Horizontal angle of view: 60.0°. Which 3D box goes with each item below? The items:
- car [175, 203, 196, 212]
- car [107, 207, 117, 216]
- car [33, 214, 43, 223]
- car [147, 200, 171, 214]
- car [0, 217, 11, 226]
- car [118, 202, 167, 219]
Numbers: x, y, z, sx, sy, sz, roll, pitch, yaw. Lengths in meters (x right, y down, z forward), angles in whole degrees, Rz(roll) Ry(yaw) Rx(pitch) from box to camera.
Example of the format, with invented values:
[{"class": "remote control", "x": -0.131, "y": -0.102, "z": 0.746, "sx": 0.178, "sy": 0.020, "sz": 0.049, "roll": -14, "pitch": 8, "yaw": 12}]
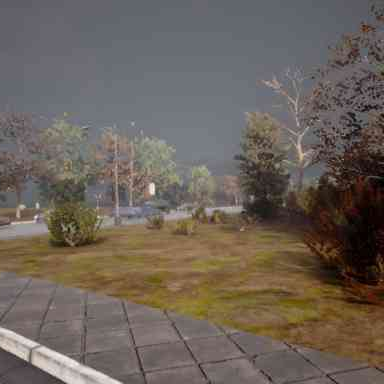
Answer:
[{"class": "car", "x": -1.018, "y": 2.683, "z": 58.332, "sx": 2.128, "sy": 1.511, "sz": 4.902, "roll": -3, "pitch": -2, "yaw": 32}, {"class": "car", "x": -9.572, "y": 2.627, "z": 44.896, "sx": 1.994, "sy": 1.385, "sz": 4.181, "roll": -3, "pitch": -2, "yaw": 31}, {"class": "car", "x": -14.887, "y": 2.513, "z": 36.500, "sx": 2.128, "sy": 1.511, "sz": 4.902, "roll": -3, "pitch": -2, "yaw": 33}, {"class": "car", "x": -5.161, "y": 2.147, "z": 45.356, "sx": 2.150, "sy": 2.045, "sz": 5.566, "roll": -3, "pitch": -2, "yaw": 32}, {"class": "car", "x": -17.364, "y": 2.394, "z": 26.350, "sx": 2.033, "sy": 1.411, "sz": 5.357, "roll": -3, "pitch": -2, "yaw": 34}, {"class": "car", "x": -5.537, "y": 2.269, "z": 37.794, "sx": 2.033, "sy": 1.411, "sz": 5.357, "roll": -3, "pitch": -2, "yaw": 32}]
